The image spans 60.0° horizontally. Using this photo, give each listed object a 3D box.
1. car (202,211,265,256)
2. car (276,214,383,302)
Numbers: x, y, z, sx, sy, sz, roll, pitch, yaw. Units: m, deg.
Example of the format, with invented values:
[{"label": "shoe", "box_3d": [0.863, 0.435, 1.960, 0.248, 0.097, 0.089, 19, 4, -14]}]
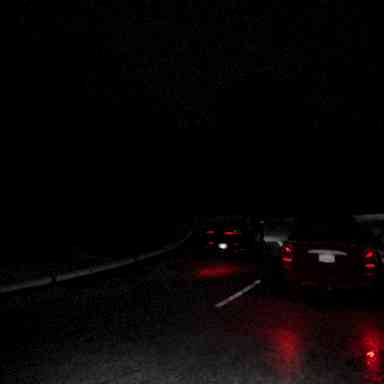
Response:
[{"label": "car", "box_3d": [1.758, 1.540, 13.390, 1.837, 1.490, 4.892, 0, 0, 18]}, {"label": "car", "box_3d": [3.561, 1.370, 8.703, 2.097, 1.767, 4.553, 0, 0, 23]}]
